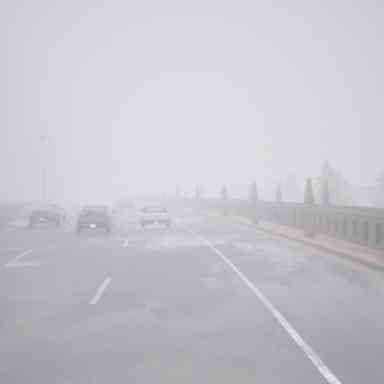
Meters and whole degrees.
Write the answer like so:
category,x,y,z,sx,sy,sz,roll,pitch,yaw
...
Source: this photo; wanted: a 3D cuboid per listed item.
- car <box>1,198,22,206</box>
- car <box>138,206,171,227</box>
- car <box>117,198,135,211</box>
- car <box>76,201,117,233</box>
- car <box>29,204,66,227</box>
category,x,y,z,sx,sy,sz,roll,pitch,yaw
car,-26.387,1.642,49.142,1.895,1.301,4.718,0,0,-20
car,-2.654,1.582,22.673,1.895,1.301,4.718,0,0,-12
car,-8.210,1.485,40.669,1.837,1.490,4.892,0,0,-20
car,-5.635,1.502,19.672,1.837,1.490,4.892,0,0,-11
car,-9.958,1.536,23.046,1.812,1.442,4.674,0,0,-14
